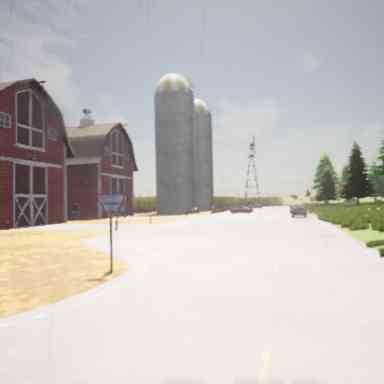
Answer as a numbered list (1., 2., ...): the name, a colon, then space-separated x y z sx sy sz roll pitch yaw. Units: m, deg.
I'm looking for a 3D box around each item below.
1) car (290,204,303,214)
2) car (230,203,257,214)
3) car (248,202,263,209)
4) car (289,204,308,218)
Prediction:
1. car: 16.950 2.692 54.118 1.882 1.535 5.008 -2 -2 16
2. car: 8.781 3.098 58.623 4.181 1.381 1.994 -2 -2 15
3. car: 17.351 3.769 90.497 3.988 1.617 1.851 -2 -2 15
4. car: 13.651 2.440 42.425 2.128 1.511 4.902 -2 -2 16
